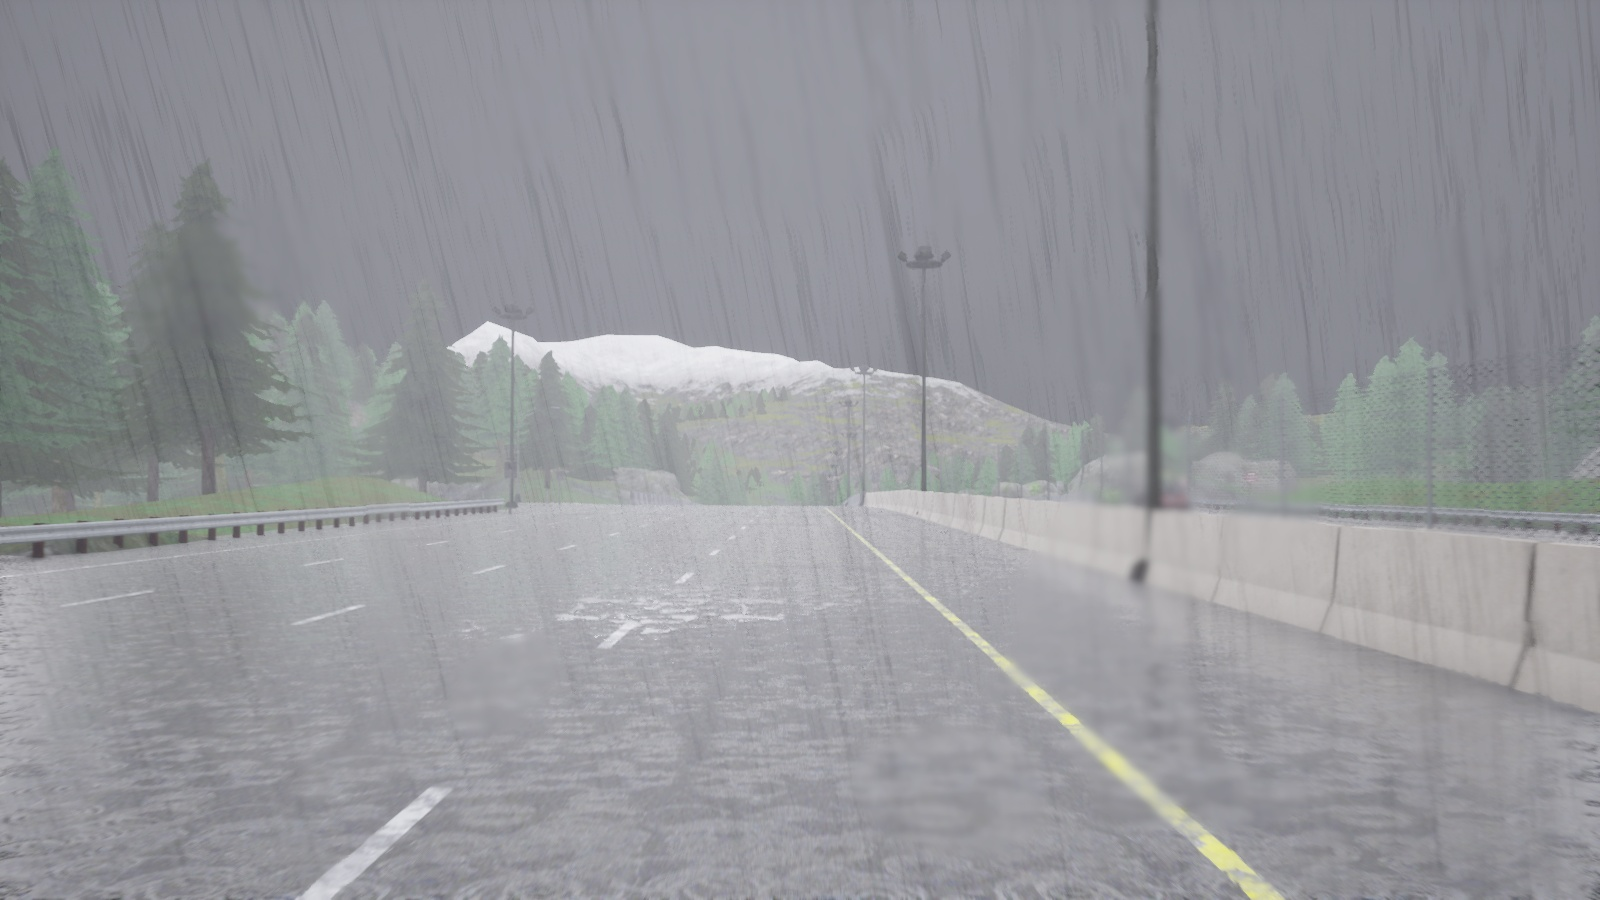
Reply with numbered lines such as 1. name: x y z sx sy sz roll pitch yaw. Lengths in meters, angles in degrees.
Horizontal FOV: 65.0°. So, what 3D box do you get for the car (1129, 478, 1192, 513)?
1. car: 17.354 2.171 60.611 1.851 1.617 3.988 0 -1 0
